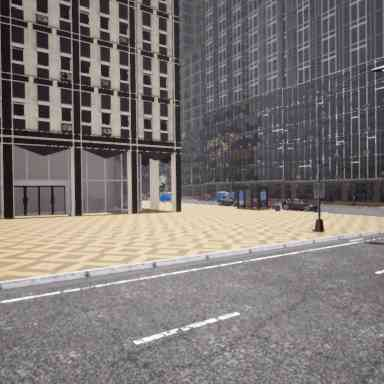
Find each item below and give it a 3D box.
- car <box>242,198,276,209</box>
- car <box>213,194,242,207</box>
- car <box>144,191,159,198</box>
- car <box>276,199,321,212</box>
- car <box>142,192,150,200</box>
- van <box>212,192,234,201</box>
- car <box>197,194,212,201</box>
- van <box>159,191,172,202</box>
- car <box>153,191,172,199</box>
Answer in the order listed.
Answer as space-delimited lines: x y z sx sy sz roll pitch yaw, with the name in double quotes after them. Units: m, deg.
8.454 1.388 40.463 1.802 1.307 4.206 0 1 -34 "car"
5.300 1.319 45.192 1.947 1.339 4.313 0 1 -34 "car"
-10.143 0.686 82.809 1.967 1.590 4.097 0 1 -34 "car"
11.642 1.424 35.755 1.947 1.339 4.313 0 1 -34 "car"
-10.664 1.040 68.700 2.008 1.369 4.403 0 1 -34 "car"
5.865 0.855 59.328 1.690 1.788 3.998 0 1 -34 "van"
2.664 1.043 64.027 1.802 1.307 4.206 0 1 -34 "car"
-4.260 0.937 59.305 1.690 1.788 3.998 0 1 -34 "van"
-6.941 0.615 78.112 2.192 1.841 5.009 0 1 -34 "car"
